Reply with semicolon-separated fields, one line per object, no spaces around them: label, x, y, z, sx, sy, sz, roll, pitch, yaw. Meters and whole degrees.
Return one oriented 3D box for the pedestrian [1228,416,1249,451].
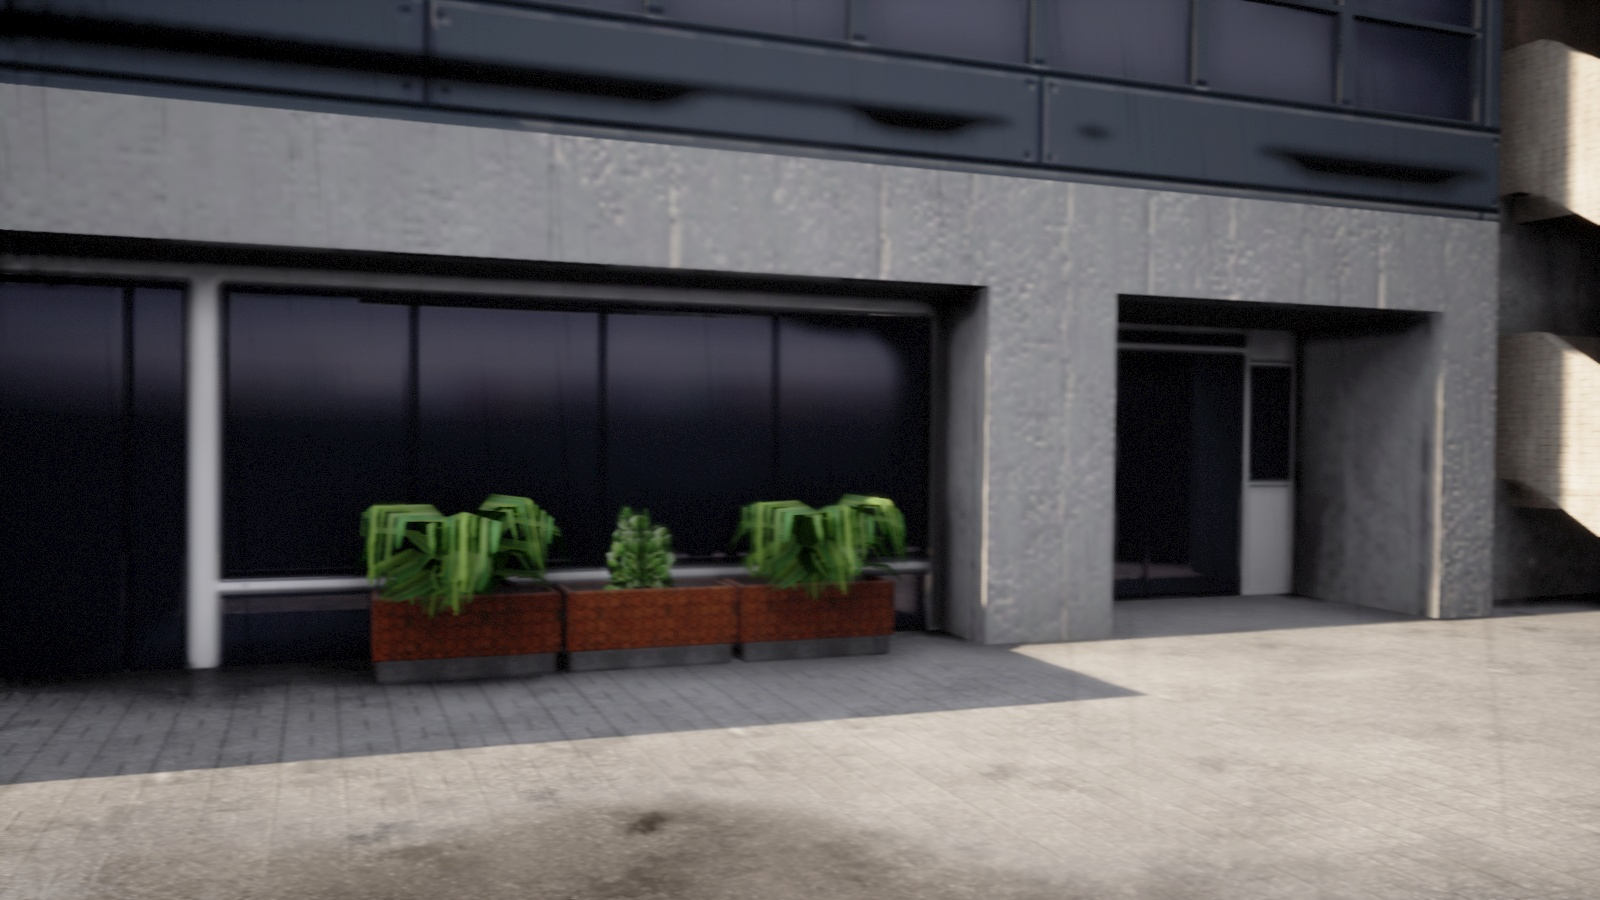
pedestrian;24.570;-0.910;70.366;0.659;1.952;0.873;-1;1;-22
